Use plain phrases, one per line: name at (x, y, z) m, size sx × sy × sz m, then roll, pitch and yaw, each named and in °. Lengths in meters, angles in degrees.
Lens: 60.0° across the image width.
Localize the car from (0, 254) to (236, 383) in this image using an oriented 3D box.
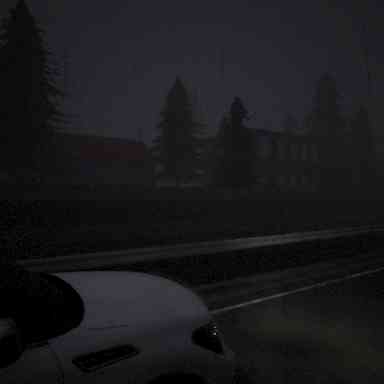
car at (-2.264, 1.217, 2.131) m, size 5.566 × 2.045 × 2.150 m, roll 0°, pitch 0°, yaw -36°
